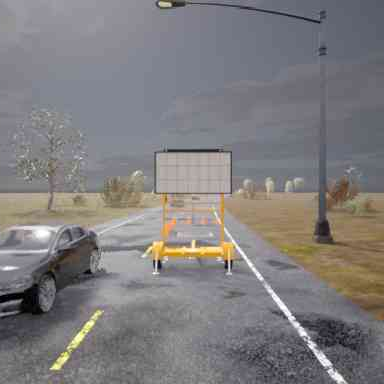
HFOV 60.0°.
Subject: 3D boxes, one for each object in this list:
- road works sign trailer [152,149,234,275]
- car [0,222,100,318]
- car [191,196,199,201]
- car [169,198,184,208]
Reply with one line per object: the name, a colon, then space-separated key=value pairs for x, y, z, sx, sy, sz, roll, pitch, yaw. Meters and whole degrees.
road works sign trailer: x=0.043 y=0.464 z=10.463 sx=2.380 sy=3.560 sz=2.880 roll=0 pitch=0 yaw=1
car: x=-3.551 y=1.491 z=7.635 sx=2.128 sy=1.511 sz=4.902 roll=0 pitch=0 yaw=1
car: x=0.871 y=1.579 z=86.715 sx=1.895 sy=1.301 sz=4.718 roll=0 pitch=0 yaw=6
car: x=-2.228 y=1.593 z=48.534 sx=1.895 sy=1.301 sz=4.718 roll=0 pitch=0 yaw=3
